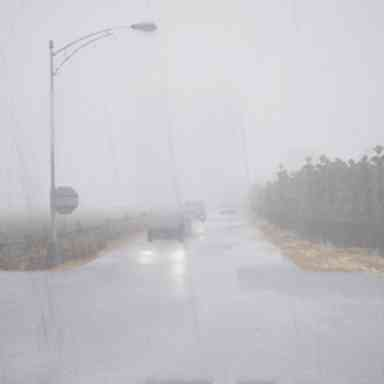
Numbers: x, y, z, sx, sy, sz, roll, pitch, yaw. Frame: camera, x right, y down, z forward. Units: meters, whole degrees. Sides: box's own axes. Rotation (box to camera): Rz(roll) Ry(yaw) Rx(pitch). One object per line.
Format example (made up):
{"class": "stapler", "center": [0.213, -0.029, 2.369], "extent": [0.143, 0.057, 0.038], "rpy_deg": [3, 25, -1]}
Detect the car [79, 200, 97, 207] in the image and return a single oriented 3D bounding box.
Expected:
{"class": "car", "center": [-27.946, 3.258, 89.271], "extent": [4.611, 1.667, 2.242], "rpy_deg": [-1, -1, 5]}

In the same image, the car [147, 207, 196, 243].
{"class": "car", "center": [-1.135, 1.877, 18.810], "extent": [1.882, 1.535, 5.008], "rpy_deg": [-1, -1, 7]}

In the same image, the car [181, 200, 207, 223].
{"class": "car", "center": [0.227, 1.824, 31.980], "extent": [2.150, 2.045, 5.566], "rpy_deg": [-1, -1, 5]}

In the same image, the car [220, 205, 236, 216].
{"class": "car", "center": [4.574, 2.265, 42.195], "extent": [1.895, 1.301, 4.718], "rpy_deg": [-1, -1, 6]}
